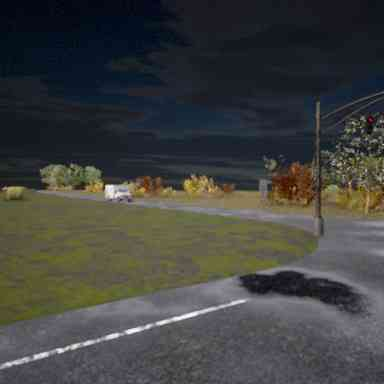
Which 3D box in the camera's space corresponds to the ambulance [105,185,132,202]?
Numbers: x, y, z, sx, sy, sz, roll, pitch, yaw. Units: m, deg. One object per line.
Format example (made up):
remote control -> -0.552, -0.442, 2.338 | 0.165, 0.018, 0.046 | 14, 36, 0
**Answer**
ambulance -> -11.140, 0.172, 50.590 | 2.351, 2.431, 6.366 | 1, 0, -32
